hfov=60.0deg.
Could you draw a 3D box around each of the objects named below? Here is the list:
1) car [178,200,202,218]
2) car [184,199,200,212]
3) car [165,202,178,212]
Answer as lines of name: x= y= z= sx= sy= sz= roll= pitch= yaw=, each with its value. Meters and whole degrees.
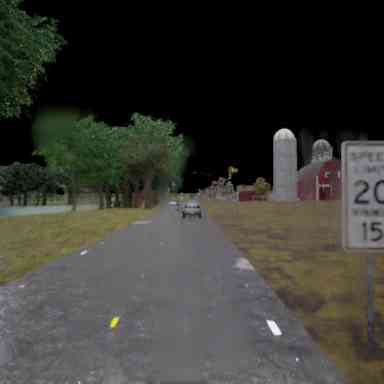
car: x=0.008 y=1.793 z=33.229 sx=2.128 sy=1.511 sz=4.902 roll=0 pitch=-1 yaw=0
car: x=0.040 y=1.861 z=46.563 sx=2.097 sy=1.767 sz=4.553 roll=0 pitch=-1 yaw=1
car: x=-2.750 y=2.098 z=47.706 sx=1.812 sy=1.442 sz=4.674 roll=0 pitch=-1 yaw=0
